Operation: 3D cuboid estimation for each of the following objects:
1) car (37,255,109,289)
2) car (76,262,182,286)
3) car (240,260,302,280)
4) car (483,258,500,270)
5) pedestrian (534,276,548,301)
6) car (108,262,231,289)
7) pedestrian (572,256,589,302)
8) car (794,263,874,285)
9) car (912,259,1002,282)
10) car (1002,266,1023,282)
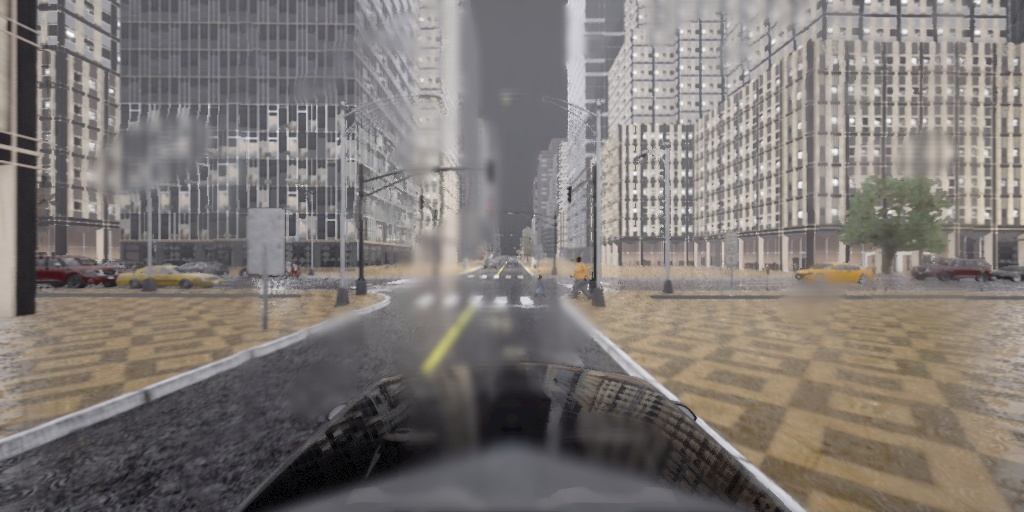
[{"bbox_3d":[-24.745,0.877,19.876,5.009,1.841,2.192,0,0,-1],"label":"car"},{"bbox_3d":[-23.999,1.096,22.581,4.674,1.442,1.812,0,0,-1],"label":"car"},{"bbox_3d":[-19.207,1.046,28.577,4.097,1.591,1.967,0,0,-1],"label":"car"},{"bbox_3d":[-3.060,1.132,50.913,1.837,1.490,4.892,0,0,0],"label":"car"},{"bbox_3d":[1.258,1.010,15.507,0.375,1.860,0.375,0,0,0],"label":"pedestrian"},{"bbox_3d":[-18.897,1.120,19.942,4.829,1.417,1.751,0,0,-1],"label":"car"},{"bbox_3d":[2.710,0.861,14.192,0.375,1.860,0.375,0,0,0],"label":"pedestrian"},{"bbox_3d":[23.762,1.288,26.554,5.008,1.535,1.882,0,0,-1],"label":"car"},{"bbox_3d":[35.974,1.176,29.345,5.009,1.841,2.192,0,0,-1],"label":"car"},{"bbox_3d":[41.670,1.446,29.438,4.313,1.339,1.948,0,0,-1],"label":"car"}]
